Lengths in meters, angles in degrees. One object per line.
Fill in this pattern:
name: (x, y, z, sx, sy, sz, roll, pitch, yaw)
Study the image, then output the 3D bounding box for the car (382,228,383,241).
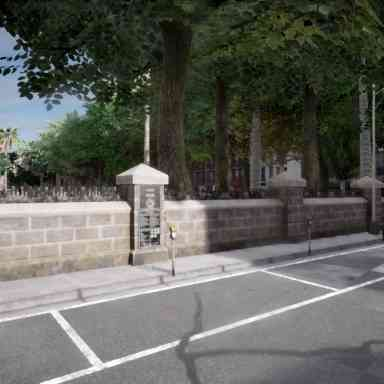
car: (9.787, 1.310, 13.521, 5.009, 1.841, 2.192, 0, 0, -36)
